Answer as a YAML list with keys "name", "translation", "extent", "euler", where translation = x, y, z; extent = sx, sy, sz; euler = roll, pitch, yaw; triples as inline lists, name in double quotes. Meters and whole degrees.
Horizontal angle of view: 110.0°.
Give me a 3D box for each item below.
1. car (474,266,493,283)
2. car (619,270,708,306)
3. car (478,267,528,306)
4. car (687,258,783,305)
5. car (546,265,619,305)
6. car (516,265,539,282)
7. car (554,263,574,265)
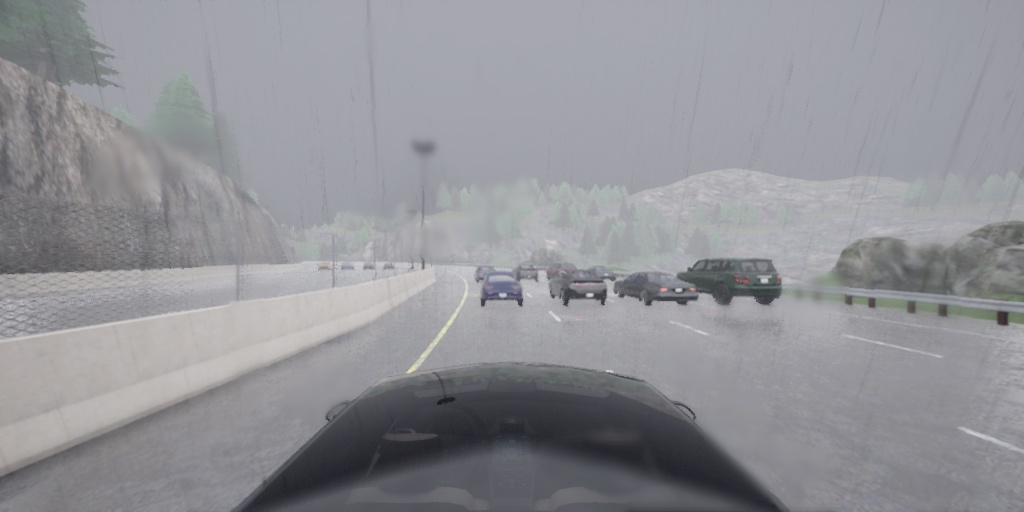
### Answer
- name: "car"
  translation: [-2.307, 1.580, 31.623]
  extent: [2.033, 1.411, 5.357]
  euler: [0, -1, -9]
- name: "car"
  translation: [6.474, 1.436, 16.817]
  extent: [2.033, 1.411, 5.357]
  euler: [0, -1, -4]
- name: "car"
  translation: [-0.536, 1.417, 16.693]
  extent: [1.812, 1.442, 4.674]
  euler: [0, 0, -4]
- name: "car"
  translation: [9.963, 1.107, 17.096]
  extent: [2.150, 2.045, 5.566]
  euler: [0, 0, -4]
- name: "car"
  translation: [2.961, 1.384, 16.853]
  extent: [2.128, 1.511, 4.902]
  euler: [0, 0, -4]
- name: "car"
  translation: [1.102, 1.531, 32.468]
  extent: [2.128, 1.511, 4.902]
  euler: [0, 0, -9]
- name: "car"
  translation: [4.590, 1.390, 32.818]
  extent: [2.097, 1.767, 4.553]
  euler: [0, -1, -9]
